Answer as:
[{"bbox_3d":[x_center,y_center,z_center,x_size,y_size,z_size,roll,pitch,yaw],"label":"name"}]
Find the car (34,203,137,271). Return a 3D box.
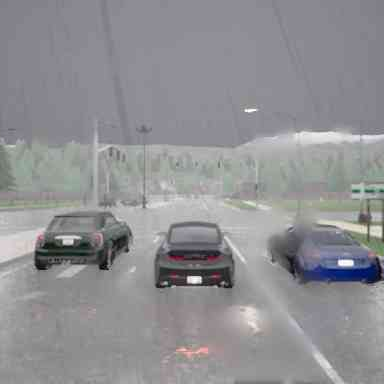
[{"bbox_3d":[-3.425,1.418,11.350,2.097,1.767,4.553,0,0,0],"label":"car"}]

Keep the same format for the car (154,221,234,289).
[{"bbox_3d":[0.065,1.561,9.292,1.837,1.490,4.892,0,0,0],"label":"car"}]

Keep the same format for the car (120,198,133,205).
[{"bbox_3d":[-14.201,1.963,72.343,1.994,1.385,4.181,0,0,1],"label":"car"}]

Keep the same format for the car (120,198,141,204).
[{"bbox_3d":[-10.898,1.834,58.890,2.128,1.511,4.902,0,-1,1],"label":"car"}]

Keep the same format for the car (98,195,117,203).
[{"bbox_3d":[-14.511,1.551,57.094,2.150,2.045,5.566,0,0,1],"label":"car"}]

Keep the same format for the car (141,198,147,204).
[{"bbox_3d":[-10.726,1.933,70.625,2.128,1.511,4.902,0,0,1],"label":"car"}]

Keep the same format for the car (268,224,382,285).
[{"bbox_3d":[3.569,1.621,9.709,1.994,1.385,4.181,0,0,0],"label":"car"}]
